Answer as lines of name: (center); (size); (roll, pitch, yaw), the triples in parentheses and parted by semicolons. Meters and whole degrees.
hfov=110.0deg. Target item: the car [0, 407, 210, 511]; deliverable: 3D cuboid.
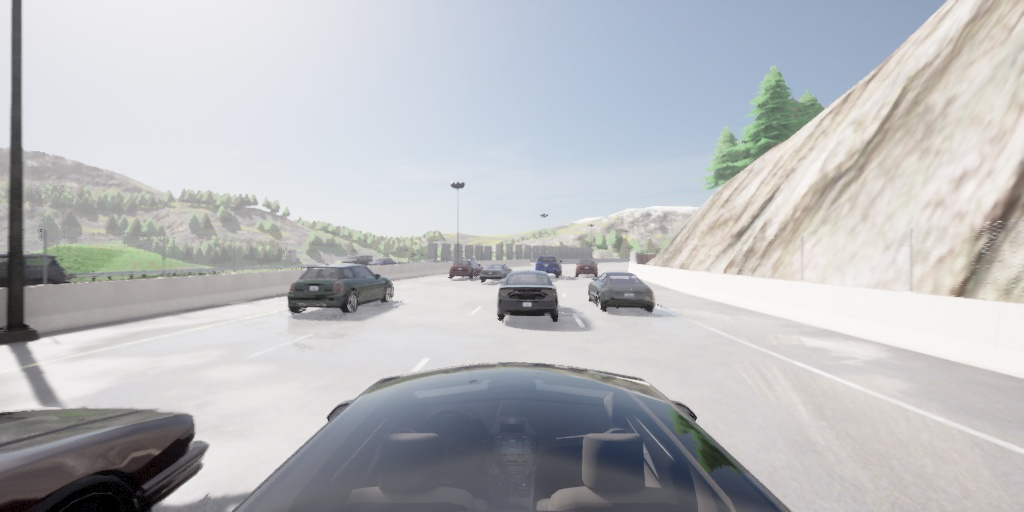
car: (-3.373, 1.289, 0.386); (2.033, 1.411, 5.357); (0, 0, 0)

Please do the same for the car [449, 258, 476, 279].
car: (-3.985, 1.094, 32.033); (2.097, 1.767, 4.553); (0, 0, 10)

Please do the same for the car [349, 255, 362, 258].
car: (-21.656, 0.921, 50.190); (2.150, 2.045, 5.566); (0, 0, 15)

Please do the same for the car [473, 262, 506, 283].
car: (-1.155, 1.296, 28.159); (2.033, 1.411, 5.357); (0, 0, 9)

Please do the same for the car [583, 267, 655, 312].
car: (4.243, 1.325, 14.465); (1.994, 1.385, 4.181); (0, 0, 5)

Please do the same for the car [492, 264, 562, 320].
car: (0.586, 1.230, 12.668); (1.882, 1.535, 5.008); (0, 0, 4)

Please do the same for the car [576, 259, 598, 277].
car: (7.478, 1.123, 35.836); (2.097, 1.767, 4.553); (0, 0, 12)

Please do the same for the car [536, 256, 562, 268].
car: (3.556, 0.982, 34.360); (2.150, 2.045, 5.566); (0, 0, 11)

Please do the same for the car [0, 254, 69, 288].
car: (-20.618, 0.921, 13.323); (2.150, 2.045, 5.566); (0, 0, 4)

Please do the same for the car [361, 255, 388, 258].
car: (-18.138, 1.061, 49.752); (2.097, 1.767, 4.553); (0, 0, 15)

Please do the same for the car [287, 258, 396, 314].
car: (-6.333, 1.087, 13.848); (2.097, 1.767, 4.553); (0, 0, 4)

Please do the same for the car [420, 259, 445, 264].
car: (-10.714, 1.327, 50.461); (1.895, 1.301, 4.718); (0, 0, 16)
